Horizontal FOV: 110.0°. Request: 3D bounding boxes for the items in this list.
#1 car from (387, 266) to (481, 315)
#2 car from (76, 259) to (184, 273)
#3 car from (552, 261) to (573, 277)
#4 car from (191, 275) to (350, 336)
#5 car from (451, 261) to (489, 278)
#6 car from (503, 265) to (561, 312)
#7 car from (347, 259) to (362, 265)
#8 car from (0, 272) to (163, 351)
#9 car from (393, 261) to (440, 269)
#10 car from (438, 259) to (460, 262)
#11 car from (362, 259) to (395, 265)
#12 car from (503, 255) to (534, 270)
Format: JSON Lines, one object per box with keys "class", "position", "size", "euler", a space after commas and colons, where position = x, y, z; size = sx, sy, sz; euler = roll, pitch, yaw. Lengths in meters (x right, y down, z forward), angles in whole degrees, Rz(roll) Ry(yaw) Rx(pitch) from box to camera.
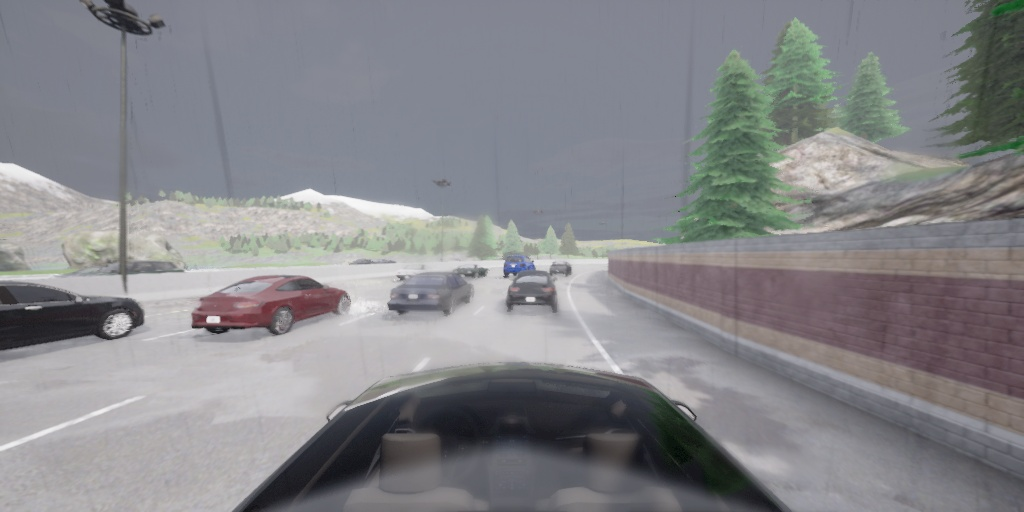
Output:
{"class": "car", "position": [-2.781, 1.288, 13.443], "size": [2.033, 1.411, 5.357], "euler": [0, 0, 6]}
{"class": "car", "position": [-19.929, 1.037, 18.729], "size": [2.097, 1.767, 4.553], "euler": [0, 0, 7]}
{"class": "car", "position": [5.000, 1.256, 36.082], "size": [2.128, 1.511, 4.902], "euler": [0, 0, 15]}
{"class": "car", "position": [-6.510, 1.254, 10.285], "size": [1.812, 1.442, 4.674], "euler": [0, 0, 4]}
{"class": "car", "position": [-3.487, 1.338, 31.112], "size": [1.895, 1.301, 4.718], "euler": [0, 0, 12]}
{"class": "car", "position": [0.851, 1.278, 14.236], "size": [1.812, 1.442, 4.674], "euler": [0, 0, 5]}
{"class": "car", "position": [-22.565, 1.179, 53.945], "size": [1.837, 1.490, 4.892], "euler": [0, 0, 19]}
{"class": "car", "position": [-10.195, 1.222, 6.972], "size": [1.837, 1.490, 4.892], "euler": [0, 0, 2]}
{"class": "car", "position": [-7.470, 1.326, 29.215], "size": [1.895, 1.301, 4.718], "euler": [0, 0, 11]}
{"class": "car", "position": [-9.591, 1.242, 58.656], "size": [1.812, 1.442, 4.674], "euler": [0, 0, 23]}
{"class": "car", "position": [-19.212, 1.177, 52.996], "size": [2.128, 1.511, 4.902], "euler": [0, 0, 19]}
{"class": "car", "position": [0.747, 0.973, 33.800], "size": [2.150, 2.045, 5.566], "euler": [0, 0, 14]}
